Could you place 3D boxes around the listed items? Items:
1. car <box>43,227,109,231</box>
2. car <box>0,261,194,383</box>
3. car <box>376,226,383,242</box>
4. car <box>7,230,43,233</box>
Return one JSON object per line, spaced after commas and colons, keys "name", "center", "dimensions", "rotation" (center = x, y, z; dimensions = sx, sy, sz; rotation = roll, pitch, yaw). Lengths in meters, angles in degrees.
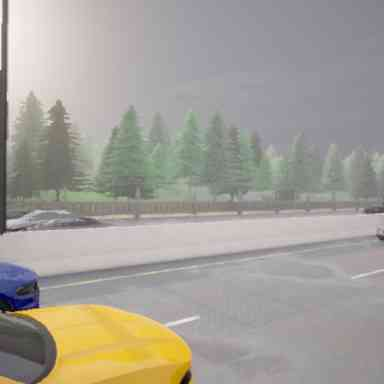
{"name": "car", "center": [-5.118, 1.612, 13.239], "dimensions": [4.181, 1.385, 1.994], "rotation": [1, -1, -35]}
{"name": "car", "center": [-2.255, 1.468, 2.138], "dimensions": [5.008, 1.535, 1.882], "rotation": [1, -1, -35]}
{"name": "car", "center": [10.745, 1.845, 15.705], "dimensions": [4.718, 1.301, 1.895], "rotation": [1, -1, -35]}
{"name": "car", "center": [-4.836, 1.459, 4.596], "dimensions": [5.008, 1.535, 1.882], "rotation": [1, -1, -35]}
